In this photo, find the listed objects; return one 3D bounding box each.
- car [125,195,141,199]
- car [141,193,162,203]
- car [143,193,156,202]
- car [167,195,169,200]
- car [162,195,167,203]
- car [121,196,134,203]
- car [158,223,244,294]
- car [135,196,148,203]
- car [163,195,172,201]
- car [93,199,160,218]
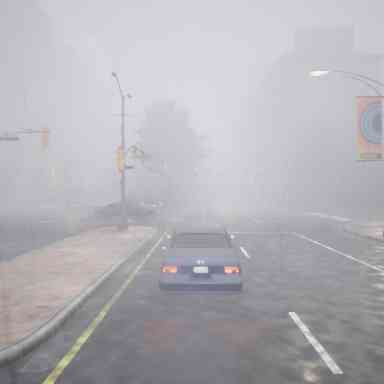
[{"bbox_3d":[-10.515,1.348,57.850,2.097,1.767,4.553,0,0,1],"label":"car"},{"bbox_3d":[-7.015,1.348,57.972,2.097,1.767,4.553,0,0,1],"label":"car"},{"bbox_3d":[-10.048,1.220,78.710,2.150,2.045,5.566,0,0,1],"label":"car"},{"bbox_3d":[-6.588,1.520,76.518,2.128,1.511,4.902,0,0,1],"label":"car"},{"bbox_3d":[-6.799,1.348,66.744,2.097,1.767,4.553,0,0,1],"label":"car"},{"bbox_3d":[-13.464,1.590,69.814,1.895,1.301,4.718,0,0,1],"label":"car"},{"bbox_3d":[0.229,1.547,8.920,2.033,1.411,5.357,0,0,1],"label":"car"},{"bbox_3d":[-10.254,1.500,68.025,1.837,1.490,4.892,0,0,1],"label":"car"},{"bbox_3d":[-6.400,1.472,86.611,1.882,1.535,5.008,0,0,1],"label":"car"},{"bbox_3d":[-5.819,1.546,29.176,5.357,1.411,2.033,0,0,1],"label":"car"}]
